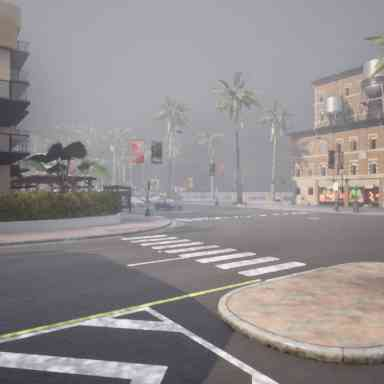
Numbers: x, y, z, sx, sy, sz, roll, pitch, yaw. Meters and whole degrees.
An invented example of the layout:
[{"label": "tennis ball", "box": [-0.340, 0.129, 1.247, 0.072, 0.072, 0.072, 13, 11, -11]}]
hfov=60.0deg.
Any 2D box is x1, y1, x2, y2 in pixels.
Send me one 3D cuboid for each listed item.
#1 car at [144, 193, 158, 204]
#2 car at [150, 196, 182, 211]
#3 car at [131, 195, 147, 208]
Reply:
[{"label": "car", "box": [-8.146, 1.221, 61.326, 2.150, 2.045, 5.566, 0, 0, -35]}, {"label": "car", "box": [-3.043, 1.526, 41.521, 1.812, 1.442, 4.674, 0, 0, -35]}, {"label": "car", "box": [-8.852, 1.526, 49.822, 1.812, 1.442, 4.674, 0, 0, -35]}]
